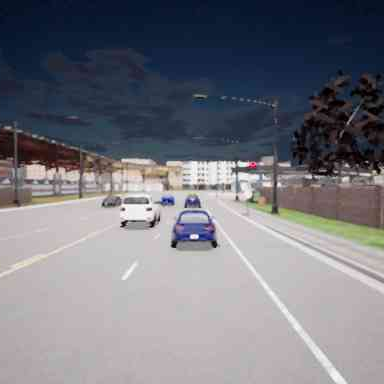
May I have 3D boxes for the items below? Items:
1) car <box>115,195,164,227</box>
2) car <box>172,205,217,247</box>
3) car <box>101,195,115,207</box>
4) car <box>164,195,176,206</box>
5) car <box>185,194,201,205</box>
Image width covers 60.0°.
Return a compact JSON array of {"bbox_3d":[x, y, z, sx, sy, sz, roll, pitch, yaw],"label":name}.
[{"bbox_3d":[-3.411,1.199,22.734,2.150,2.045,5.566,0,0,0],"label":"car"},{"bbox_3d":[0.093,1.523,14.938,1.812,1.442,4.674,0,0,0],"label":"car"},{"bbox_3d":[-10.518,1.242,43.701,1.837,1.490,4.892,0,1,0],"label":"car"},{"bbox_3d":[-3.419,1.093,47.379,1.882,1.535,5.008,0,1,0],"label":"car"},{"bbox_3d":[0.081,1.035,44.311,2.097,1.767,4.553,0,1,0],"label":"car"}]
